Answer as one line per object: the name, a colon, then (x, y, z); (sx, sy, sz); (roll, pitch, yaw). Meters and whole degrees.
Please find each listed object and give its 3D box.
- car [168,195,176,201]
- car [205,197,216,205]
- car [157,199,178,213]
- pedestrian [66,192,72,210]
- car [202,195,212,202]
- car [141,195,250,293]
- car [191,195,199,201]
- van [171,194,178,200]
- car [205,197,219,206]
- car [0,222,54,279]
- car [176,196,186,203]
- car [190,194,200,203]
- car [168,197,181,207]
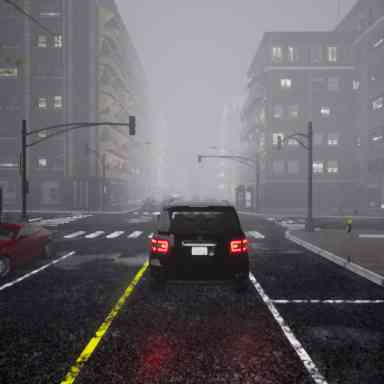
car: (-4.924, 1.522, 81.660); (1.752, 1.417, 4.829); (0, 0, 1)
car: (3.242, 1.541, 59.190); (1.887, 1.381, 4.507); (0, 0, 1)
car: (-2.744, 1.561, 37.976); (1.994, 1.385, 4.181); (0, 0, 1)
pedestrian: (-12.405, 0.901, 33.421); (0.375, 1.860, 0.375); (0, -1, 0)
car: (3.403, 1.437, 76.106); (1.967, 1.590, 4.097); (0, 0, 1)
car: (0.169, 1.220, 9.035); (2.150, 2.045, 5.566); (0, 0, 1)
car: (0.781, 1.475, 82.636); (1.882, 1.535, 5.008); (0, 0, 1)
van: (-4.815, 1.337, 93.108); (1.690, 1.788, 3.998); (0, 0, 1)
car: (3.188, 1.547, 53.552); (2.008, 1.369, 4.403); (0, 0, 1)
car: (-5.609, 1.581, 9.952); (1.802, 1.307, 4.206); (0, 0, 1)
car: (-2.329, 1.521, 71.418); (1.812, 1.442, 4.674); (0, 0, 1)
car: (0.702, 1.352, 72.859); (2.097, 1.767, 4.553); (0, 0, 1)
car: (-2.622, 1.522, 50.566); (1.812, 1.442, 4.674); (0, 0, 1)
